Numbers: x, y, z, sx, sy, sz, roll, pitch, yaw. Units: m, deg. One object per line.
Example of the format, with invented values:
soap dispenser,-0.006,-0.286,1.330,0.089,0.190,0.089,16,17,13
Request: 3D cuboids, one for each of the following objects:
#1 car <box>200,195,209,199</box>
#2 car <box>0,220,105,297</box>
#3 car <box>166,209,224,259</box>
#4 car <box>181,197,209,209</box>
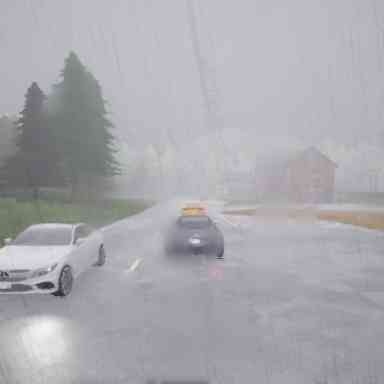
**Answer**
car,2.968,1.364,79.565,1.816,1.474,4.193,-6,0,-2
car,-3.586,1.516,8.661,1.812,1.442,4.674,0,0,0
car,0.097,1.549,12.615,1.994,1.385,4.181,0,0,0
car,0.097,1.447,27.081,1.882,1.535,5.008,0,0,0
